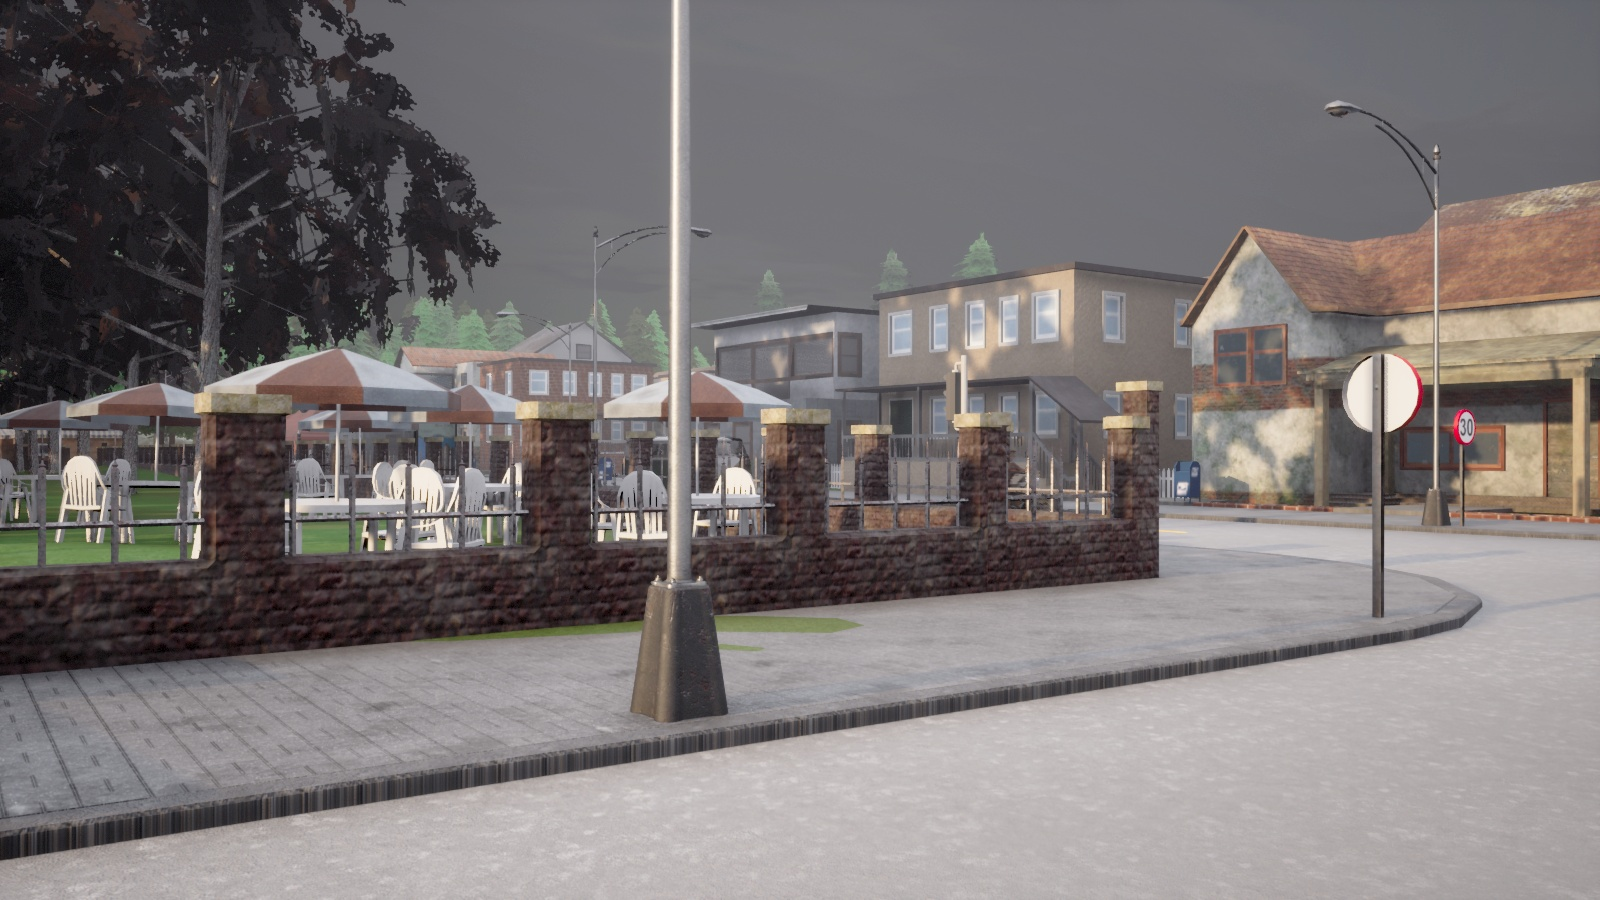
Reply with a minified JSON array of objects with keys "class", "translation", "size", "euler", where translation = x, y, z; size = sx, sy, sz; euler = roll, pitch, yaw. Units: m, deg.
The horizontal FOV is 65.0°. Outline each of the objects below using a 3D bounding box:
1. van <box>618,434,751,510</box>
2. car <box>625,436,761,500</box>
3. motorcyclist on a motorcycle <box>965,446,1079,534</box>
[{"class":"van","translation":[-3.349,0.593,35.533],"size":[1.775,1.987,4.442],"euler":[0,0,-35]},{"class":"car","translation":[-3.768,0.577,43.111],"size":[2.150,2.045,5.566],"euler":[0,0,-35]},{"class":"motorcyclist on a motorcycle","translation":[4.315,0.746,24.581],"size":[0.766,1.649,2.350],"euler":[0,0,-35]}]
